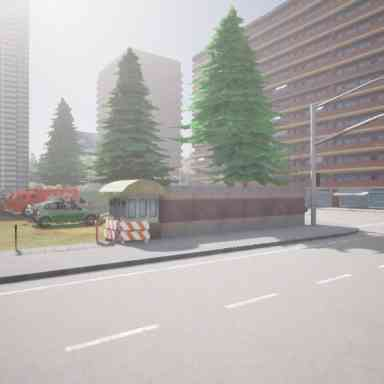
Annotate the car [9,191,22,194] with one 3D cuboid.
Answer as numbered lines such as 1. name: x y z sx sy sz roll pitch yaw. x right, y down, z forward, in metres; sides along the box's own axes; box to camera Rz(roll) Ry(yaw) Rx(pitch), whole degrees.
1. car: -26.258 1.204 46.298 3.866 1.878 1.905 0 0 -35

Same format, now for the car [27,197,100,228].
1. car: -7.965 1.341 21.106 3.988 1.617 1.851 0 0 -35

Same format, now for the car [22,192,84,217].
1. car: -9.978 1.172 25.162 4.605 1.855 1.932 0 0 -35

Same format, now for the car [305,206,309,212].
1. car: 9.925 1.656 35.286 1.895 1.301 4.718 0 0 -35

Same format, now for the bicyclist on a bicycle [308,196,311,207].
1. bicyclist on a bicycle: 16.709 1.356 46.520 1.656 1.620 0.582 0 0 -35

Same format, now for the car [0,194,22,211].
1. car: -24.986 1.394 43.773 4.193 1.474 1.816 0 0 -35
